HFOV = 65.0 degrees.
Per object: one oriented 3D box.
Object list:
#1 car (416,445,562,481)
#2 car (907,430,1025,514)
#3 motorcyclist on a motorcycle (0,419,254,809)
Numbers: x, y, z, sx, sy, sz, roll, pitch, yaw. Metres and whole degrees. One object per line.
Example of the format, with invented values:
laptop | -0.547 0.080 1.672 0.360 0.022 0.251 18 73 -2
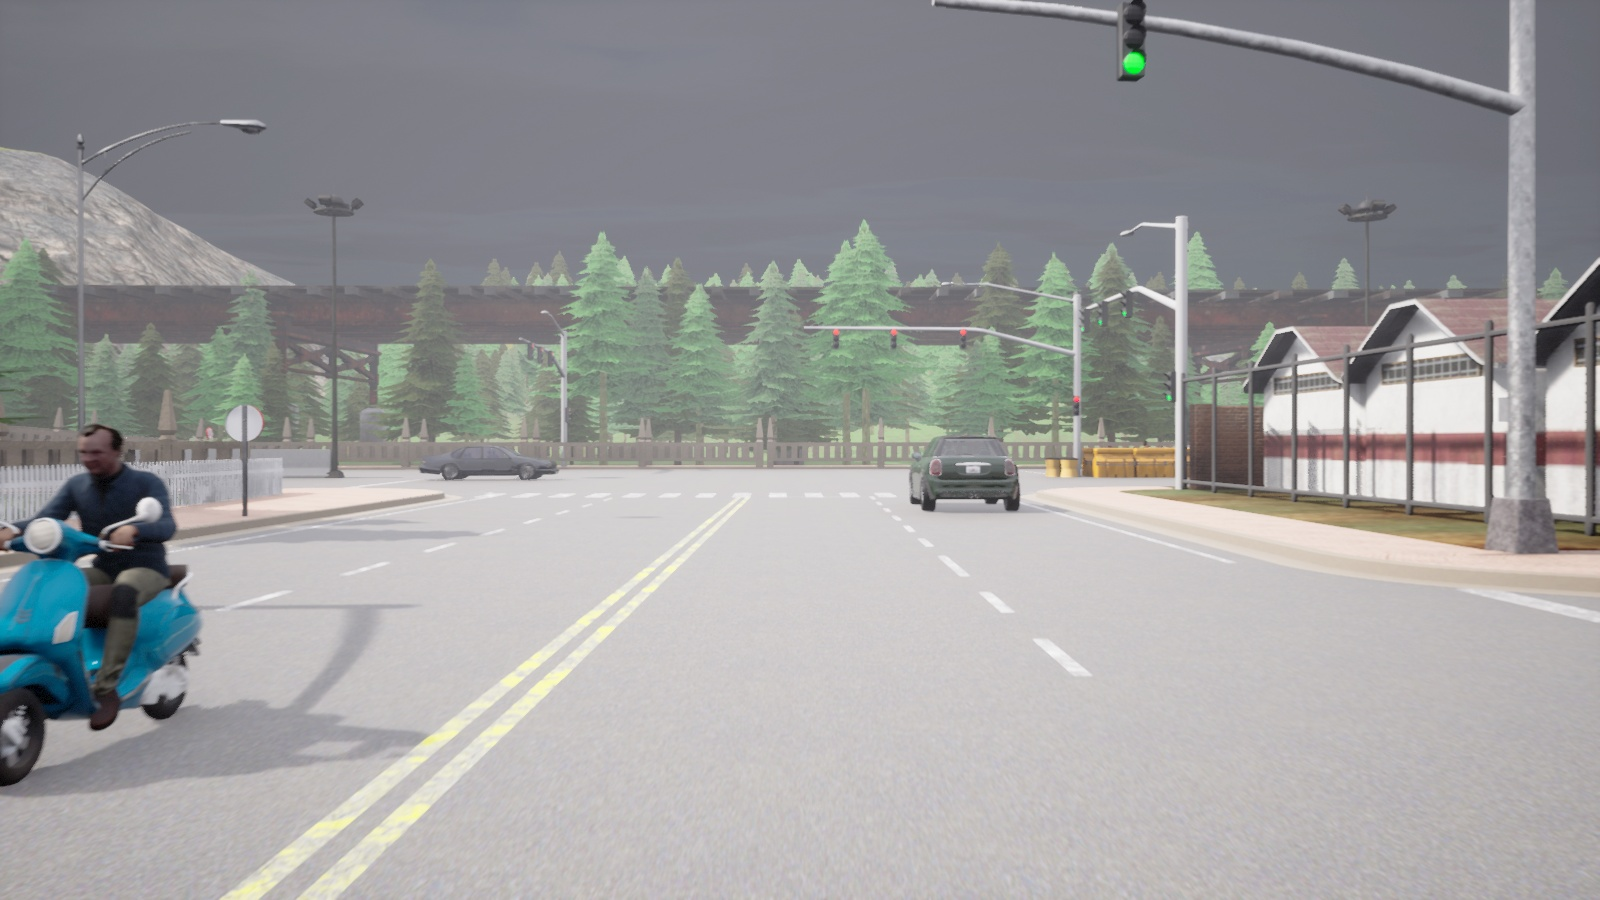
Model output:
car | -12.358 0.494 50.221 5.357 1.411 2.033 0 0 -1
car | 3.679 0.443 28.673 2.097 1.767 4.553 0 0 0
motorcyclist on a motorcycle | -3.451 0.662 6.019 0.866 1.590 1.817 0 0 0
